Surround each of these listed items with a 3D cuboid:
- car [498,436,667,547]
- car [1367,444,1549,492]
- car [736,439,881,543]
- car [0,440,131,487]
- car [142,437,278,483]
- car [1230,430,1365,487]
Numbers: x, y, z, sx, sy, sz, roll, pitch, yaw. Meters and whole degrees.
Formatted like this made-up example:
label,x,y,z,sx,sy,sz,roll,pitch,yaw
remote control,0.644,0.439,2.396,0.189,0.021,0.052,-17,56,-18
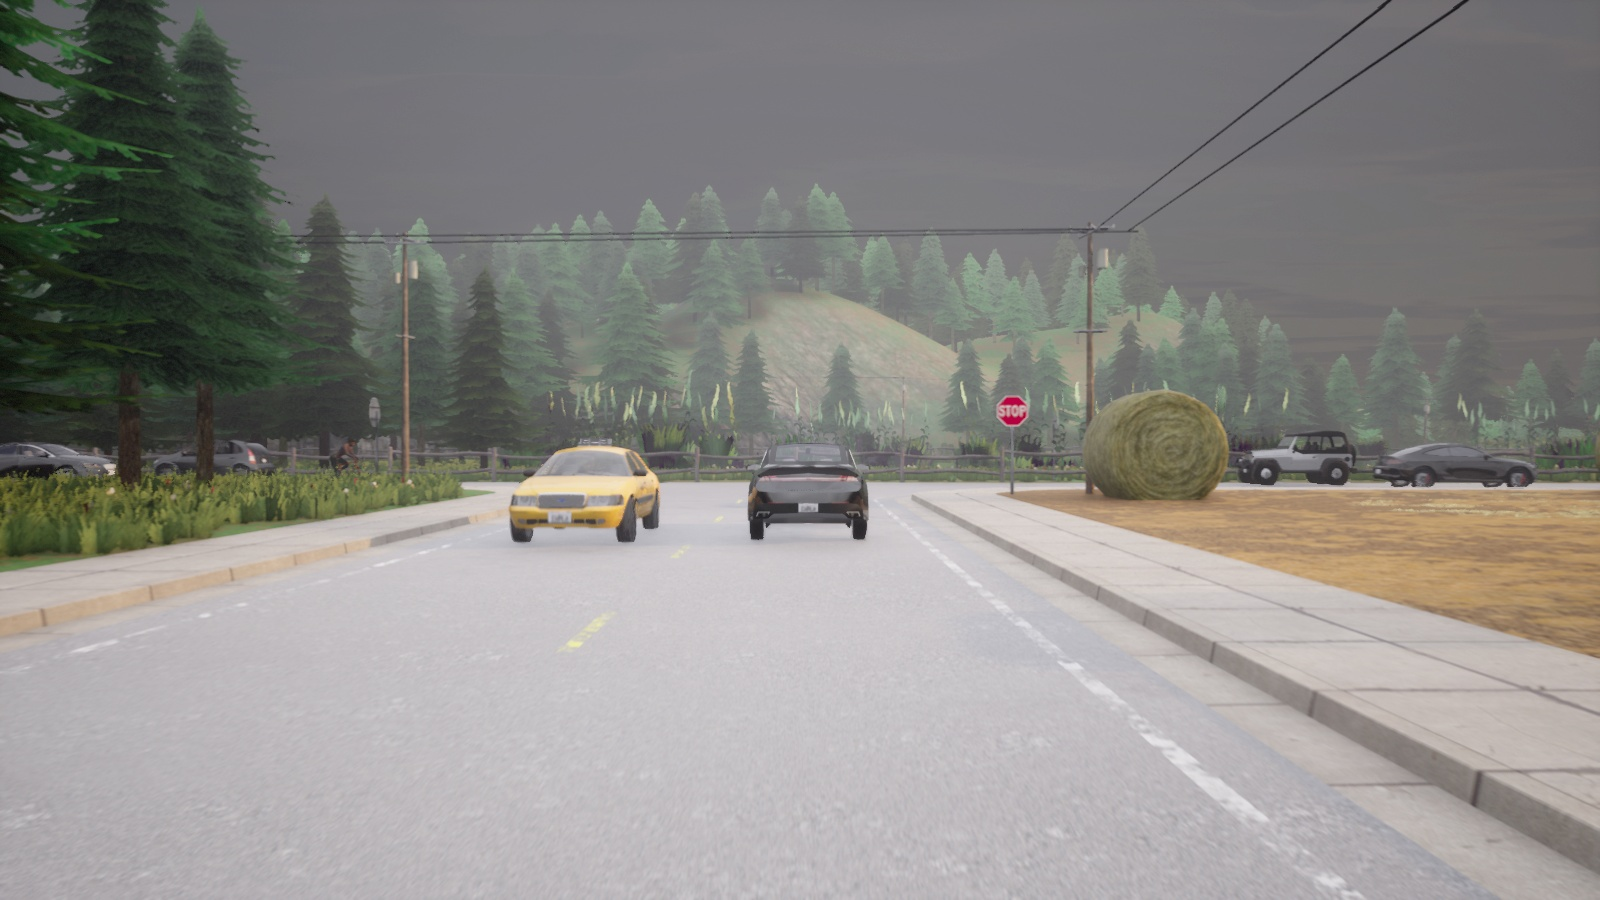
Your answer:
label,x,y,z,sx,sy,sz,roll,pitch,yaw
car,-3.368,0.569,20.467,1.801,1.575,5.366,0,0,0
car,20.423,0.537,39.125,4.674,1.442,1.812,0,0,3
car,0.134,0.587,20.837,2.128,1.511,4.902,0,0,0
car,-25.149,0.419,41.550,4.902,1.511,2.128,0,0,2
car,-21.038,0.344,44.874,3.988,1.617,1.851,0,0,3
car,16.908,0.284,42.821,3.866,1.878,1.905,0,0,3
